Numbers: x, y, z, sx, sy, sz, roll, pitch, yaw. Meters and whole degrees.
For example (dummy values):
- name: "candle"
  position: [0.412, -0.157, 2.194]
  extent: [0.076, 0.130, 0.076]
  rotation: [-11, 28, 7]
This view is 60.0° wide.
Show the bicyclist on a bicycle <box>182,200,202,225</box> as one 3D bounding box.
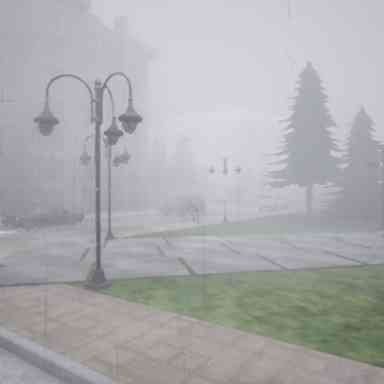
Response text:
- name: "bicyclist on a bicycle"
  position: [-0.019, 1.351, 22.045]
  extent: [1.656, 1.620, 0.582]
  rotation: [-1, 0, 36]

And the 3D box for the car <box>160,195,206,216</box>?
- name: "car"
  position: [-0.794, 1.309, 33.687]
  extent: [2.150, 2.045, 5.566]
  rotation: [0, 0, 36]

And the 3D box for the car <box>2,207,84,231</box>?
- name: "car"
  position: [-9.566, 1.688, 21.648]
  extent: [1.895, 1.301, 4.718]
  rotation: [0, 0, 36]

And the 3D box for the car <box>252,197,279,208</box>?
- name: "car"
  position: [11.137, 1.584, 49.898]
  extent: [2.128, 1.511, 4.902]
  rotation: [0, 0, 36]

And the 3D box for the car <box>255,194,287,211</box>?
- name: "car"
  position: [10.368, 1.292, 42.706]
  extent: [2.150, 2.045, 5.566]
  rotation: [0, 0, 36]
